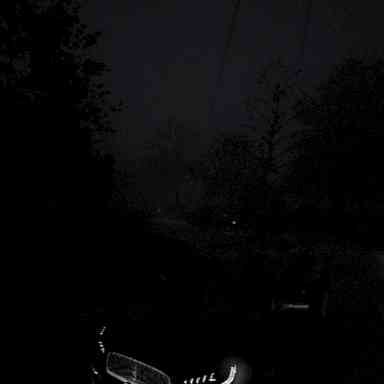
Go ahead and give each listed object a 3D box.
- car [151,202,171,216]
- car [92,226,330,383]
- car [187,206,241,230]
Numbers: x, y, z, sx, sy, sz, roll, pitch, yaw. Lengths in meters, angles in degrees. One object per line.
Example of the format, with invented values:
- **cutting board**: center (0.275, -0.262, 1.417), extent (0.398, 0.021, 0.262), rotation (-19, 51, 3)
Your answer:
- **car**: center (-3.485, 1.832, 37.500), extent (1.882, 1.535, 5.008), rotation (1, -1, -1)
- **car**: center (0.780, 1.528, 4.979), extent (1.837, 1.490, 4.892), rotation (3, 1, 32)
- **car**: center (1.424, 1.746, 23.417), extent (2.128, 1.511, 4.902), rotation (1, -1, -32)
